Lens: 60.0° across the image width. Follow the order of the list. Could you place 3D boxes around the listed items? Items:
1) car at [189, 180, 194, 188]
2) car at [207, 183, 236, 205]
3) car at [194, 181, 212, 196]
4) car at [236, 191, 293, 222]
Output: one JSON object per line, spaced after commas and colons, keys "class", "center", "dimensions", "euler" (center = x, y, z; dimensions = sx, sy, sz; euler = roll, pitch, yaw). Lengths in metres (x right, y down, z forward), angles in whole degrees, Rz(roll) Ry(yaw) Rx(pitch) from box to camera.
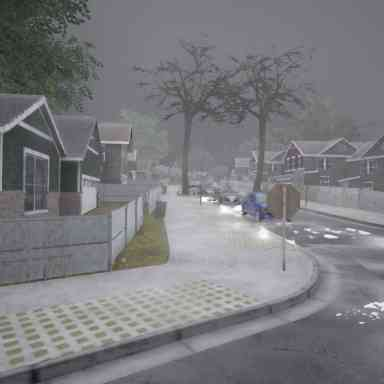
{"class": "car", "center": [0.255, -1.295, 57.357], "dimensions": [1.882, 1.535, 5.008], "euler": [1, 2, -6]}
{"class": "car", "center": [3.093, 0.283, 30.307], "dimensions": [2.128, 1.511, 4.902], "euler": [1, 3, -6]}
{"class": "car", "center": [1.802, -0.296, 42.278], "dimensions": [2.128, 1.511, 4.902], "euler": [1, 3, -6]}
{"class": "car", "center": [4.266, 0.789, 19.530], "dimensions": [1.882, 1.535, 5.008], "euler": [1, 3, -6]}
